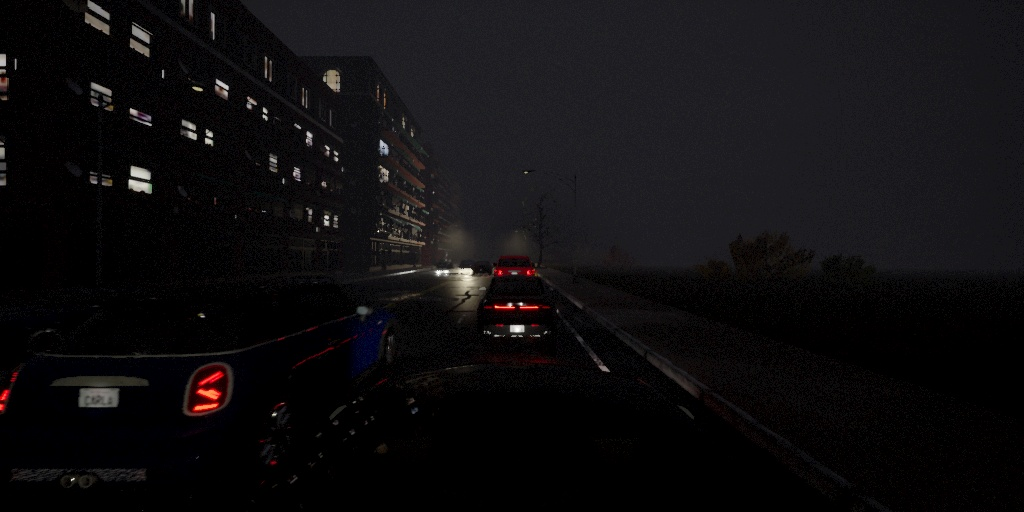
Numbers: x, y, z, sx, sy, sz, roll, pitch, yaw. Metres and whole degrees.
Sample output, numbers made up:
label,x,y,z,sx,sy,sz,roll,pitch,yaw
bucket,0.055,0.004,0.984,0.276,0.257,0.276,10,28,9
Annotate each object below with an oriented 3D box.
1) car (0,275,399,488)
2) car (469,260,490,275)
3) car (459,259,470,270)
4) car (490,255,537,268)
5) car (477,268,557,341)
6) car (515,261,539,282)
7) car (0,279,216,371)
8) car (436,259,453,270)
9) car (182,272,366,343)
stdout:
label,x,y,z,sx,sy,sz,roll,pitch,yaw
car,-3.147,1.102,4.860,2.097,1.767,4.553,0,0,0
car,-3.107,1.231,38.645,1.882,1.535,5.008,0,0,0
car,-6.536,1.230,52.535,1.882,1.535,5.008,0,0,0
car,0.121,0.974,20.190,2.150,2.045,5.566,0,0,0
car,0.111,1.256,9.843,1.837,1.490,4.892,0,0,0
car,1.171,1.209,30.597,1.801,1.575,5.366,0,0,0
car,-9.840,1.352,8.411,1.895,1.301,4.718,0,0,0
car,-9.786,1.244,52.249,2.128,1.511,4.902,0,0,0
car,-6.587,1.299,10.947,2.033,1.411,5.357,0,0,0
